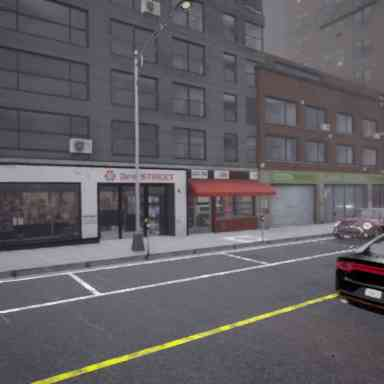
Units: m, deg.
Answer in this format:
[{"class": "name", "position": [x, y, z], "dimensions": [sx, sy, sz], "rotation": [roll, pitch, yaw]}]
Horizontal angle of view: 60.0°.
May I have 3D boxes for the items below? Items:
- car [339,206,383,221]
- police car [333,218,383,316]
[{"class": "car", "position": [8.724, 1.516, 16.264], "dimensions": [4.097, 1.590, 1.967], "rotation": [0, -1, -35]}, {"class": "police car", "position": [5.075, 1.456, 6.865], "dimensions": [5.238, 1.638, 1.930], "rotation": [0, -1, -34]}]
